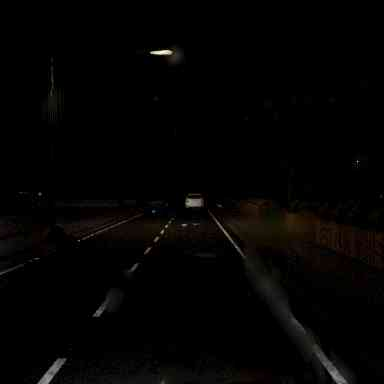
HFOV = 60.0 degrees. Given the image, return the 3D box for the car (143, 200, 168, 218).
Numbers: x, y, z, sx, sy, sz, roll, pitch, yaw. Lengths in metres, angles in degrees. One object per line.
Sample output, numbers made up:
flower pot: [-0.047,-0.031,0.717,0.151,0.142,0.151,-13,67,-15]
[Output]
car: [-3.247,1.477,30.536,1.882,1.535,5.008,0,0,0]

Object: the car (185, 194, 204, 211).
car: [0.326,1.218,40.746,2.150,2.045,5.566,0,0,1]

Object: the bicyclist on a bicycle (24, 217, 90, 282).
bicyclist on a bicycle: [-3.405,1.455,8.350,1.656,1.620,0.582,-2,0,0]
